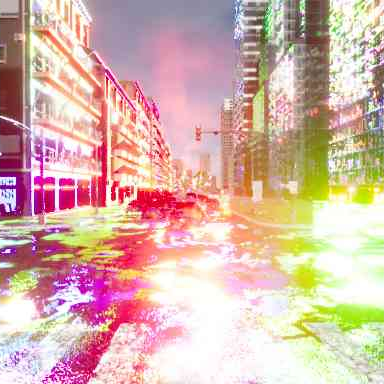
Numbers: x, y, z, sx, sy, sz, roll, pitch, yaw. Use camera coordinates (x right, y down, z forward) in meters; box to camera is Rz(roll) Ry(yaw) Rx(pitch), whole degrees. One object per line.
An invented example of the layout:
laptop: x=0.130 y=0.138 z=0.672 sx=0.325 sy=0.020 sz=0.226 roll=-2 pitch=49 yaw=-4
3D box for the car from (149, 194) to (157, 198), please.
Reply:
car: x=-5.826 y=1.436 z=41.004 sx=1.967 sy=1.590 sz=4.097 roll=-1 pitch=0 yaw=0

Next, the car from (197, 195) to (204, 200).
car: x=2.366 y=1.535 z=92.098 sx=1.752 sy=1.417 sz=4.829 roll=-1 pitch=0 yaw=0

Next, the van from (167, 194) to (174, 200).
van: x=-5.982 y=1.350 z=91.843 sx=1.690 sy=1.788 sz=3.998 roll=-1 pitch=0 yaw=0

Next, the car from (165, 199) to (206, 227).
car: x=-0.336 y=1.505 z=22.918 sx=1.837 sy=1.490 sz=4.892 roll=2 pitch=0 yaw=6

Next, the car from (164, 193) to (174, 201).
car: x=-5.966 y=1.322 z=86.195 sx=2.192 sy=1.841 sz=5.009 roll=-1 pitch=0 yaw=0

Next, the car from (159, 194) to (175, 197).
car: x=-3.237 y=1.488 z=49.189 sx=2.128 sy=1.511 sz=4.902 roll=0 pitch=0 yaw=0

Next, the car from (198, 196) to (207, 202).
car: x=2.419 y=1.548 z=74.980 sx=1.887 sy=1.381 sz=4.507 roll=-1 pitch=0 yaw=0

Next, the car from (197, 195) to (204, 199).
car: x=2.453 y=1.551 z=63.682 sx=2.008 sy=1.369 sz=4.403 roll=-1 pitch=0 yaw=0

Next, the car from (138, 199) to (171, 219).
car: x=-3.187 y=1.560 z=29.141 sx=1.994 sy=1.385 sz=4.181 roll=0 pitch=0 yaw=0

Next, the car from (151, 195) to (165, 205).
car: x=-5.878 y=1.439 z=57.950 sx=1.967 sy=1.590 sz=4.097 roll=-1 pitch=0 yaw=0

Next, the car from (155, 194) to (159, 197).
car: x=-5.863 y=1.312 z=52.302 sx=2.192 sy=1.841 sz=5.009 roll=-1 pitch=0 yaw=0

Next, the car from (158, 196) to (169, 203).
car: x=-5.911 y=1.584 z=69.249 sx=1.802 sy=1.307 sz=4.206 roll=-1 pitch=0 yaw=0

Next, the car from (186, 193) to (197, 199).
car: x=-0.112 y=1.223 z=69.850 sx=2.150 sy=2.045 sz=5.566 roll=0 pitch=0 yaw=0

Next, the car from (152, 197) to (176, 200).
car: x=-3.207 y=1.560 z=39.067 sx=1.994 sy=1.385 sz=4.181 roll=0 pitch=0 yaw=0

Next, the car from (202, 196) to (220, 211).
car: x=2.522 y=1.540 z=41.086 sx=1.887 sy=1.381 sz=4.507 roll=-1 pitch=0 yaw=0

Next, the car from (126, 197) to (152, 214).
car: x=-5.808 y=1.540 z=35.355 sx=1.887 sy=1.381 sz=4.507 roll=-1 pitch=0 yaw=0
